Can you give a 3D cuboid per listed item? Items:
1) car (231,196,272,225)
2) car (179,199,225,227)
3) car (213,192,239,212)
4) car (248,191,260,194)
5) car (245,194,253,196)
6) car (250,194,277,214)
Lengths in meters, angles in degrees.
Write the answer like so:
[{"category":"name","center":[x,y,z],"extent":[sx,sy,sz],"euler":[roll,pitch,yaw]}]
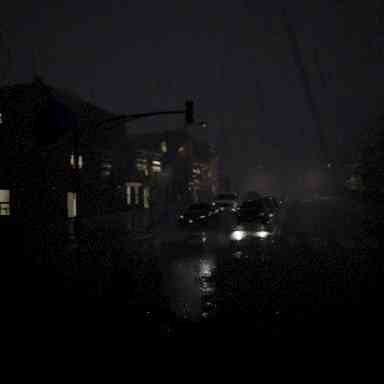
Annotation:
[{"category":"car","center":[4.255,1.326,23.028],"extent":[1.882,1.535,5.008],"euler":[-1,0,17]},{"category":"car","center":[0.609,1.457,22.210],"extent":[1.812,1.442,4.674],"euler":[-1,0,17]},{"category":"car","center":[3.352,1.069,31.517],"extent":[2.150,2.045,5.566],"euler":[-1,0,16]},{"category":"car","center":[9.923,0.873,53.582],"extent":[2.150,2.045,5.566],"euler":[-1,0,17]},{"category":"car","center":[6.167,1.327,41.020],"extent":[1.994,1.385,4.181],"euler":[-1,0,16]},{"category":"car","center":[6.939,1.272,32.148],"extent":[1.837,1.490,4.892],"euler":[-1,0,16]}]
